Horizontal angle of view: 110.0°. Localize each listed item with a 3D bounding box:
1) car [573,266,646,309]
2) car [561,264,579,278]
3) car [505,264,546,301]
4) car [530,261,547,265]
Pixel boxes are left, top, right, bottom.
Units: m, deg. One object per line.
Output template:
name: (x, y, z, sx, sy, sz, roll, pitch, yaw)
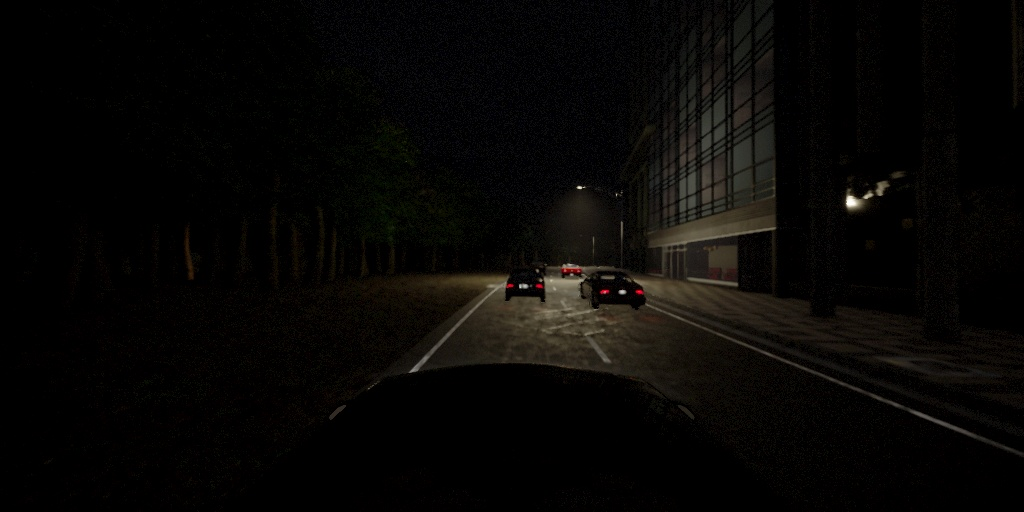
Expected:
car: (4.056, 1.330, 15.226, 2.033, 1.411, 5.357, 0, 0, 3)
car: (5.717, 1.431, 35.005, 1.895, 1.301, 4.718, 0, 0, 6)
car: (0.676, 1.300, 17.385, 2.033, 1.411, 5.357, 0, 0, 3)
car: (2.881, 1.311, 40.655, 1.882, 1.535, 5.008, 0, 0, 7)
